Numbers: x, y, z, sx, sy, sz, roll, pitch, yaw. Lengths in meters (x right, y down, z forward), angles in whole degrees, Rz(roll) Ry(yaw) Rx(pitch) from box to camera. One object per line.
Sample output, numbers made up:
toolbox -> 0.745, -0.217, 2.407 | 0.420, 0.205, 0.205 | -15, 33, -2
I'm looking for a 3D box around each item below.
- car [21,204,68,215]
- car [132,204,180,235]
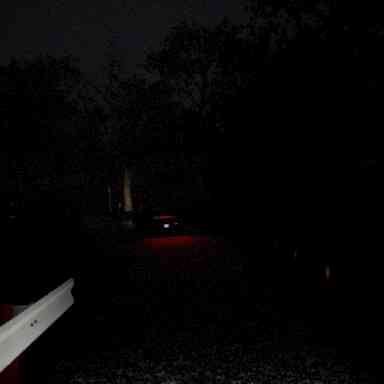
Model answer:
car -> -12.452, 1.441, 27.647 | 4.674, 1.442, 1.812 | 0, 4, 25
car -> -2.123, 1.432, 18.607 | 2.128, 1.511, 4.902 | -2, 1, -21
